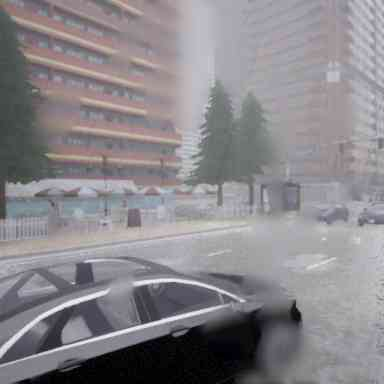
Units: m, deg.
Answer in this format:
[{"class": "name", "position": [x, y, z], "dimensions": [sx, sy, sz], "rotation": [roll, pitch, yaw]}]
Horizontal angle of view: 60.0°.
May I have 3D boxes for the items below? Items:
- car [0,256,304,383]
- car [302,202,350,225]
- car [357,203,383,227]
[{"class": "car", "position": [-0.687, 1.501, 3.671], "dimensions": [4.902, 1.511, 2.128], "rotation": [-1, 0, -39]}, {"class": "car", "position": [9.448, 1.425, 23.213], "dimensions": [1.812, 1.442, 4.674], "rotation": [-1, 0, 45]}, {"class": "car", "position": [11.934, 1.399, 20.750], "dimensions": [1.812, 1.442, 4.674], "rotation": [-1, 0, 45]}]
